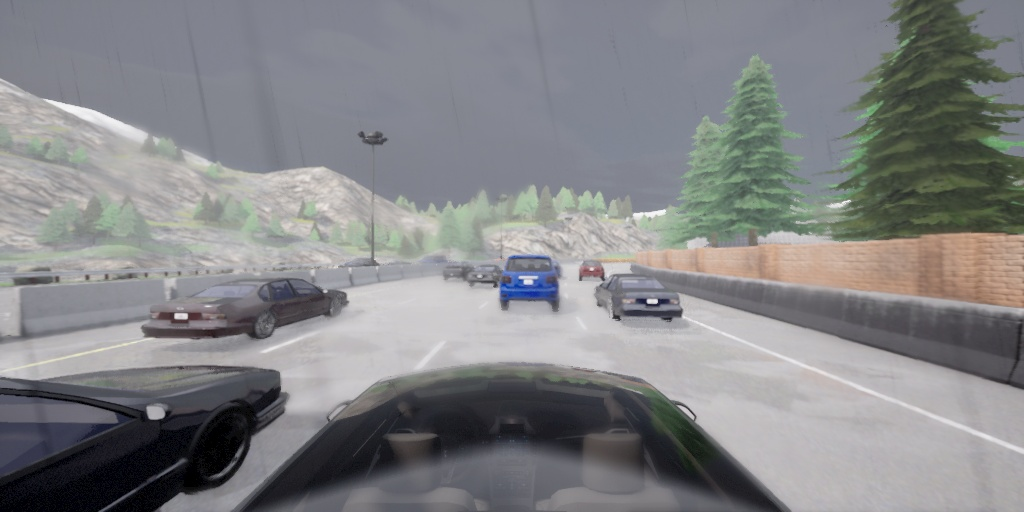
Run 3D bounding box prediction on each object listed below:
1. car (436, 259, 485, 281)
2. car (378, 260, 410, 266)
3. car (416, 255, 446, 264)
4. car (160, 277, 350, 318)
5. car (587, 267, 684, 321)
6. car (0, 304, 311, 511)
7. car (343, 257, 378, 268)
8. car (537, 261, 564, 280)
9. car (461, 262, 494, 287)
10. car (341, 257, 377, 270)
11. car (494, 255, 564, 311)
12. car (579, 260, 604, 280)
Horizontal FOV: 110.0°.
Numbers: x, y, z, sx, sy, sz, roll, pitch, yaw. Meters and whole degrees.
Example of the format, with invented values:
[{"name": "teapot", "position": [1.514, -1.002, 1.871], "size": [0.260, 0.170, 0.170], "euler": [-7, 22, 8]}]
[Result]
[{"name": "car", "position": [-4.126, 1.211, 29.551], "size": [2.128, 1.511, 4.902], "euler": [0, 0, 11]}, {"name": "car", "position": [-14.771, 1.244, 46.231], "size": [1.994, 1.385, 4.181], "euler": [0, 0, 16]}, {"name": "car", "position": [-10.667, 0.914, 47.956], "size": [2.150, 2.045, 5.566], "euler": [0, 0, 17]}, {"name": "car", "position": [-6.606, 1.274, 9.826], "size": [2.033, 1.411, 5.357], "euler": [0, 0, 3]}, {"name": "car", "position": [4.090, 1.301, 12.425], "size": [2.033, 1.411, 5.357], "euler": [0, 0, 5]}, {"name": "car", "position": [-3.394, 1.288, 1.471], "size": [2.033, 1.411, 5.357], "euler": [0, 0, 1]}, {"name": "car", "position": [-18.715, 1.173, 45.137], "size": [1.837, 1.490, 4.892], "euler": [0, 0, 15]}, {"name": "car", "position": [3.569, 1.216, 32.345], "size": [1.882, 1.535, 5.008], "euler": [0, 0, 12]}, {"name": "car", "position": [-1.548, 1.278, 24.222], "size": [2.033, 1.411, 5.357], "euler": [0, 0, 9]}, {"name": "car", "position": [-21.088, 1.012, 49.595], "size": [2.097, 1.767, 4.553], "euler": [0, 0, 16]}, {"name": "car", "position": [0.804, 0.965, 14.696], "size": [2.150, 2.045, 5.566], "euler": [0, 0, 5]}, {"name": "car", "position": [6.897, 1.101, 31.129], "size": [2.097, 1.767, 4.553], "euler": [0, 0, 12]}]
